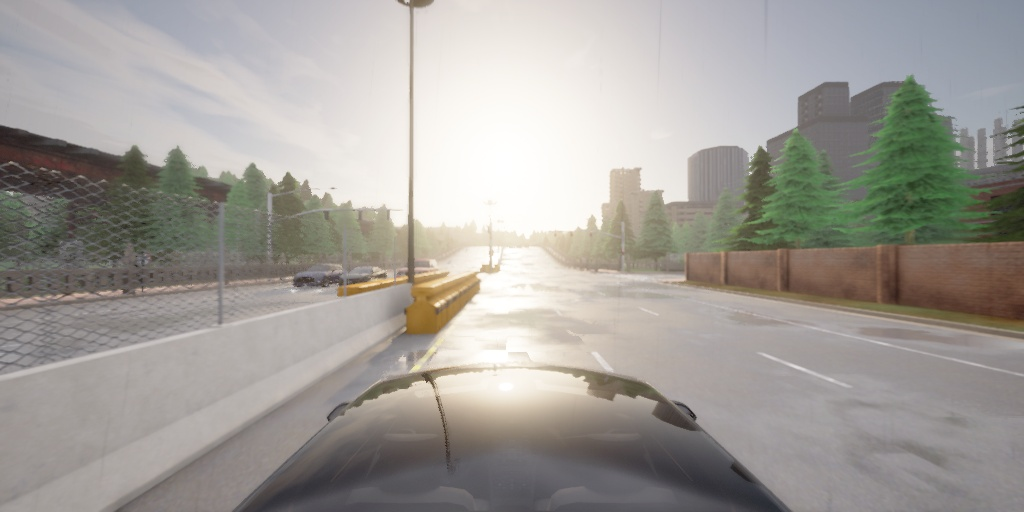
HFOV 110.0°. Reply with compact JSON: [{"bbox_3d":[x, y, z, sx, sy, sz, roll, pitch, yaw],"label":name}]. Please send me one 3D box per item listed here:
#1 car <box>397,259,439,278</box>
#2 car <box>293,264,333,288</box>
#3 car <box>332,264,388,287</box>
[{"bbox_3d":[-7.002,1.253,27.439,2.150,2.045,5.566,0,-1,0],"label":"car"},{"bbox_3d":[-14.011,1.368,26.568,2.097,1.767,4.553,0,0,0],"label":"car"},{"bbox_3d":[-10.518,1.485,25.749,1.882,1.535,5.008,0,-1,0],"label":"car"}]
